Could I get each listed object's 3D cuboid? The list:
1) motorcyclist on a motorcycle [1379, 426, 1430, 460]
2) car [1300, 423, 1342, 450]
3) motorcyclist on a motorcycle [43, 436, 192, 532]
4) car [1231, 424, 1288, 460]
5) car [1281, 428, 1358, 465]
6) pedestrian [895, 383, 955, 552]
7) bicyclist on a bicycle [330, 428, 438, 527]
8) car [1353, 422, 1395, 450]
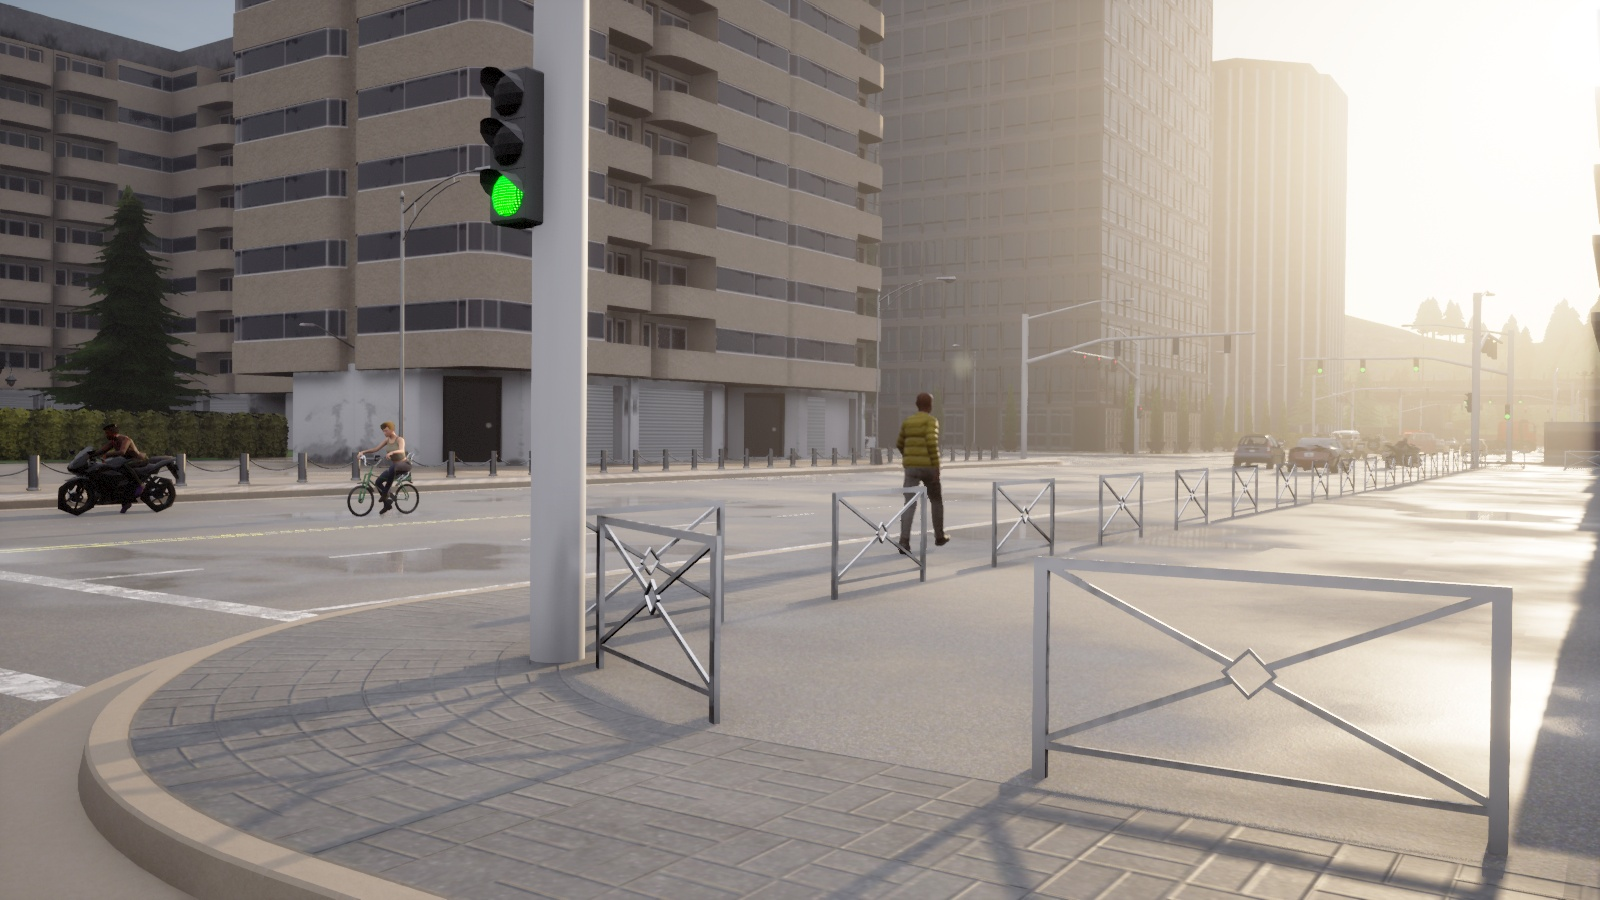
[{"bbox_3d":[28.743,-0.341,59.730,2.191,1.530,0.866,-1,3,-19],"label":"motorcyclist on a motorcycle"},{"bbox_3d":[36.743,-0.994,88.571,1.932,1.855,4.605,0,1,33],"label":"car"},{"bbox_3d":[-11.443,0.529,21.112,0.797,1.523,2.044,0,1,33],"label":"motorcyclist on a motorcycle"},{"bbox_3d":[21.764,-0.385,59.383,1.851,1.617,3.988,0,1,30],"label":"car"},{"bbox_3d":[22.111,-0.197,53.328,2.163,1.488,4.792,0,1,33],"label":"car"},{"bbox_3d":[1.404,0.185,14.043,0.370,1.835,0.726,0,1,33],"label":"pedestrian"},{"bbox_3d":[-7.076,0.440,21.409,0.866,1.612,1.509,0,1,33],"label":"bicyclist on a bicycle"},{"bbox_3d":[39.536,-0.990,86.436,1.932,1.855,4.605,0,1,33],"label":"car"}]
